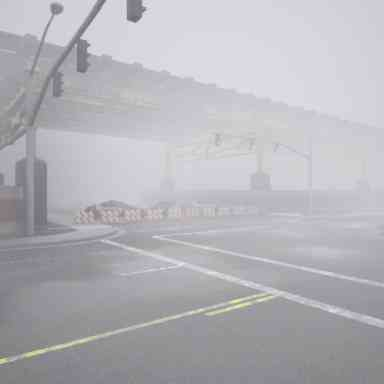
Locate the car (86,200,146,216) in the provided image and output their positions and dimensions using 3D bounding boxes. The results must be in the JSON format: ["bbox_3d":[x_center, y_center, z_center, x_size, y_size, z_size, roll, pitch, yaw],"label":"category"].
[{"bbox_3d":[-6.261,1.295,27.605,4.536,1.218,1.853,0,0,8],"label":"car"}]

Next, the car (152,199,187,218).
[{"bbox_3d":[-2.462,1.452,30.280,2.038,1.542,4.974,0,0,18],"label":"car"}]

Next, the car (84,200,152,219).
[{"bbox_3d":[-6.209,1.453,27.598,4.974,1.542,2.038,0,0,8],"label":"car"}]

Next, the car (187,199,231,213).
[{"bbox_3d":[1.400,1.295,34.029,4.536,1.218,1.853,0,0,-7],"label":"car"}]

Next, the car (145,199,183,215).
[{"bbox_3d":[-2.446,1.295,30.329,1.853,1.218,4.536,0,0,18],"label":"car"}]

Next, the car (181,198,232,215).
[{"bbox_3d":[1.452,1.452,34.036,4.974,1.542,2.038,0,0,-7],"label":"car"}]
